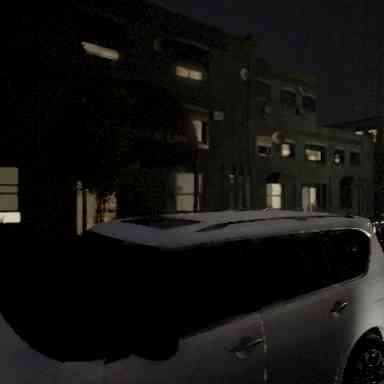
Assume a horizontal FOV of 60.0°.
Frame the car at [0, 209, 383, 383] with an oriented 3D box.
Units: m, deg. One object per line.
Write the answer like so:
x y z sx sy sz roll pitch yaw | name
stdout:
-0.158 1.236 3.141 5.566 2.045 2.150 1 0 -35 | car

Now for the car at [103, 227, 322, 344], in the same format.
0.578 1.607 6.972 4.313 1.339 1.947 1 -1 -35 | car
